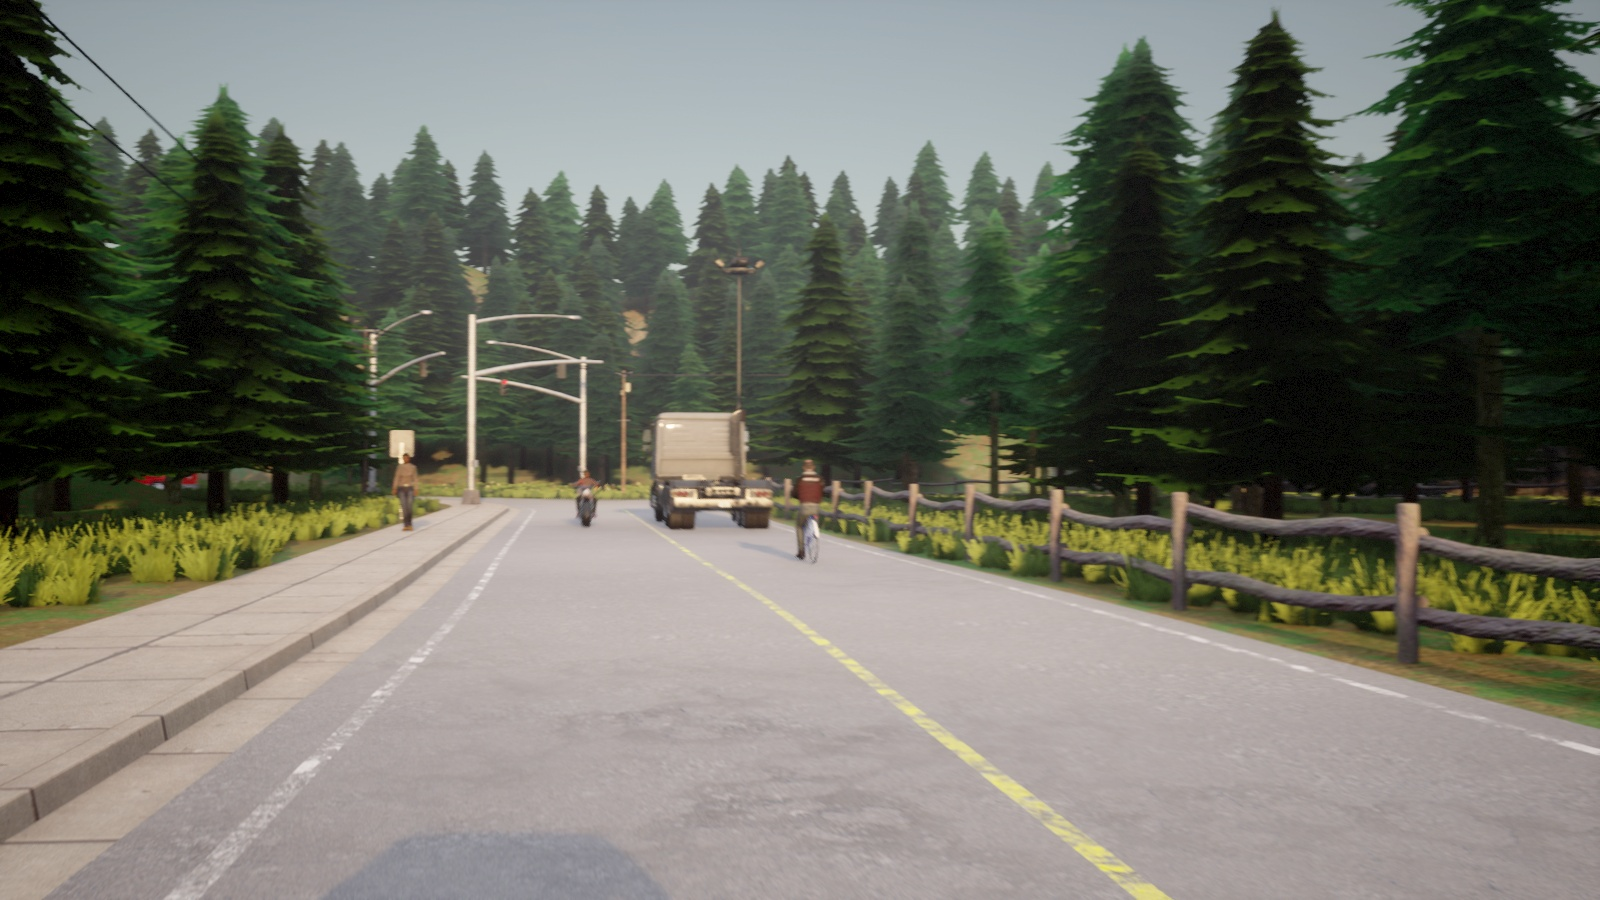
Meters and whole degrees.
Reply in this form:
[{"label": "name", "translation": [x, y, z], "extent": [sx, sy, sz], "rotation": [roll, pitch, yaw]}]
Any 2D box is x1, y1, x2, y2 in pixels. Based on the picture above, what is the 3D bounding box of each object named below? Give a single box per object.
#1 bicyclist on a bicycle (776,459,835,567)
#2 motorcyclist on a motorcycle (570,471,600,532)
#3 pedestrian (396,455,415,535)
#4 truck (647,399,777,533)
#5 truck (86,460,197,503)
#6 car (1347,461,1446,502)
[{"label": "bicyclist on a bicycle", "translation": [0.073, 1.060, 21.767], "extent": [0.659, 1.776, 1.843], "rotation": [0, -1, -11]}, {"label": "motorcyclist on a motorcycle", "translation": [-6.059, 1.408, 35.316], "extent": [0.766, 1.649, 2.350], "rotation": [0, -1, -11]}, {"label": "pedestrian", "translation": [-9.150, 1.034, 29.109], "extent": [0.328, 1.805, 0.869], "rotation": [0, -1, -12]}, {"label": "truck", "translation": [-2.777, 0.481, 36.782], "extent": [2.891, 3.462, 7.936], "rotation": [0, -1, -11]}, {"label": "truck", "translation": [-39.036, 1.840, 74.521], "extent": [5.204, 2.467, 2.627], "rotation": [0, -1, -4]}, {"label": "car", "translation": [27.961, 1.471, 58.900], "extent": [3.866, 1.878, 1.905], "rotation": [-1, -1, 38]}]
